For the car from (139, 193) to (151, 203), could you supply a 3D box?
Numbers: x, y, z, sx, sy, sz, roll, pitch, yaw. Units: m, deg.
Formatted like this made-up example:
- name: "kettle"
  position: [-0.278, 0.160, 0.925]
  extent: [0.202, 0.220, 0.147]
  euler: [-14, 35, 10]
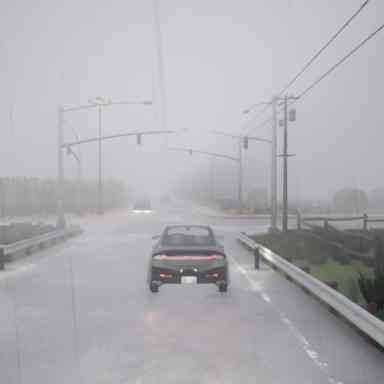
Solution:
- name: "car"
  position: [-8.640, 1.075, 61.415]
  extent: [2.097, 1.767, 4.553]
  euler: [0, 1, -7]

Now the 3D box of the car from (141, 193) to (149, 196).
- name: "car"
  position: [-7.388, 1.403, 51.375]
  extent: [1.812, 1.442, 4.674]
  euler: [0, 1, -7]

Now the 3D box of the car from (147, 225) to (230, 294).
- name: "car"
  position: [-0.116, 1.664, 9.248]
  extent: [2.128, 1.511, 4.902]
  euler: [0, -2, -1]

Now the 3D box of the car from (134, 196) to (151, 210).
- name: "car"
  position: [-6.323, 1.574, 42.777]
  extent: [1.994, 1.385, 4.181]
  euler: [0, 1, -7]

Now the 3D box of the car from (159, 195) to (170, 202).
- name: "car"
  position: [-5.198, 1.217, 63.486]
  extent: [1.812, 1.442, 4.674]
  euler: [0, 1, -7]
